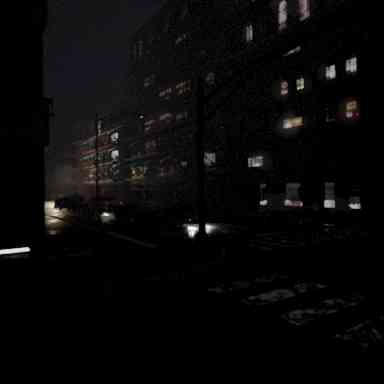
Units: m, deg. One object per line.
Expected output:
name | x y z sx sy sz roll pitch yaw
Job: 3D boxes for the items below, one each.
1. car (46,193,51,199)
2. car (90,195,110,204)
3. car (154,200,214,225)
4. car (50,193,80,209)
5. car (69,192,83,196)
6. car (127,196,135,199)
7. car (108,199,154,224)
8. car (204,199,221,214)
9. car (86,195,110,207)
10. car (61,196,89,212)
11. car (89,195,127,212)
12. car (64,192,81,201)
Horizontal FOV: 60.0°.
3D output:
car | -34.675 1.055 83.500 1.752 1.417 4.829 -1 1 -35
car | -15.345 1.197 55.413 1.752 1.417 4.829 -1 1 -35
car | -0.654 1.484 23.852 1.994 1.385 4.181 -1 1 -34
car | -15.707 1.302 41.159 1.967 1.590 4.097 -1 1 -35
car | -19.652 1.192 56.920 2.128 1.511 4.902 -1 1 -35
car | -8.903 1.246 46.051 1.752 1.417 4.829 -1 1 -35
car | -4.251 1.499 24.288 1.887 1.381 4.507 -1 1 -35
car | 0.942 1.340 31.931 1.887 1.381 4.507 -1 1 -35
car | -13.698 1.250 48.358 1.837 1.490 4.892 -1 1 -34
car | -12.485 1.437 36.479 2.008 1.369 4.403 -1 1 -35
car | -9.252 1.203 36.349 2.097 1.767 4.553 -1 1 -34
car | -24.916 0.915 69.314 2.192 1.841 5.009 -1 1 -35
